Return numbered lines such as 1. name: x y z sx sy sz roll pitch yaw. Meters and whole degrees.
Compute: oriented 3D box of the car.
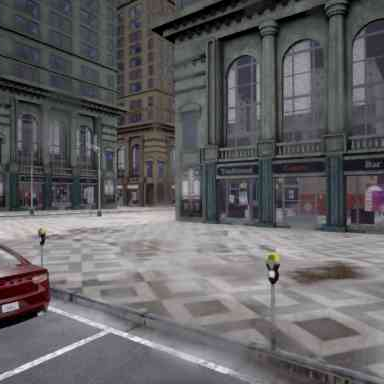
1. car: -4.460 1.545 6.147 4.507 1.381 1.887 0 0 35
